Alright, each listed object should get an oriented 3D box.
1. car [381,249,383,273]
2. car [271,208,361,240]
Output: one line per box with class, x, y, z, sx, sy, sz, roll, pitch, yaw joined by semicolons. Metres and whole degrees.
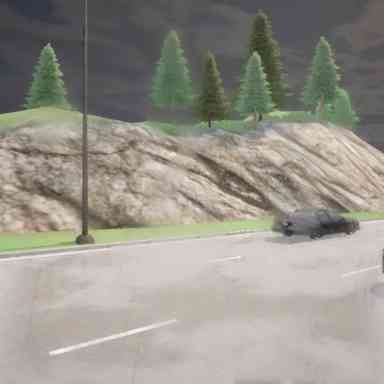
car;6.595;1.526;8.459;4.674;1.442;1.812;0;0;-36
car;6.362;1.547;16.898;5.357;1.411;2.033;0;0;-35
